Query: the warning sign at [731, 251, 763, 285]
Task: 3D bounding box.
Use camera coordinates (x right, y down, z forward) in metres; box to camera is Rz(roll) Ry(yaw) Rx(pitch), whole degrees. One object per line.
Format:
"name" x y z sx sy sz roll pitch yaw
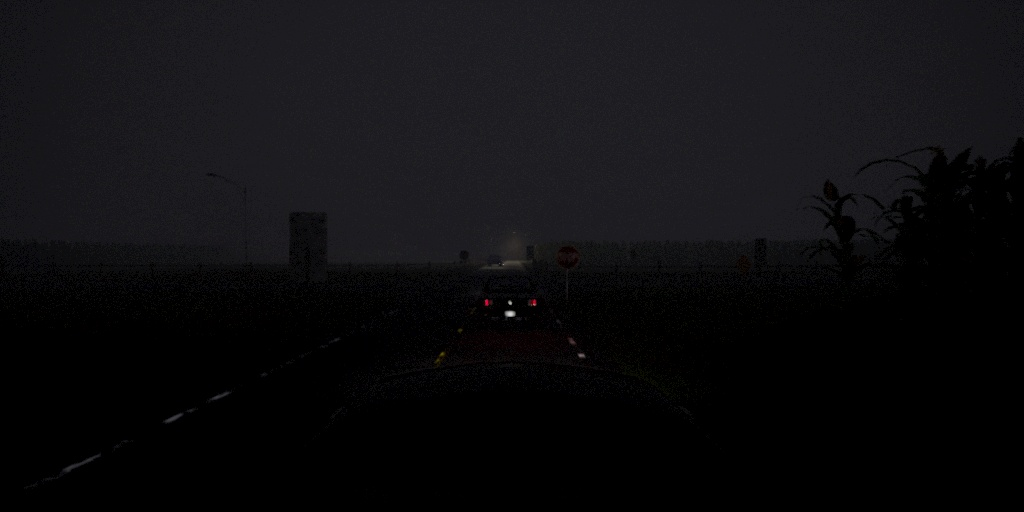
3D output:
"warning sign" 14.076 0.787 21.766 1.060 1.860 1.300 0 0 -6

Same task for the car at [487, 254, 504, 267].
"car" -2.765 0.682 58.041 2.150 2.045 5.566 0 0 1

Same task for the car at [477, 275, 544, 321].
"car" -0.085 1.302 12.110 1.895 1.301 4.718 0 0 -1
